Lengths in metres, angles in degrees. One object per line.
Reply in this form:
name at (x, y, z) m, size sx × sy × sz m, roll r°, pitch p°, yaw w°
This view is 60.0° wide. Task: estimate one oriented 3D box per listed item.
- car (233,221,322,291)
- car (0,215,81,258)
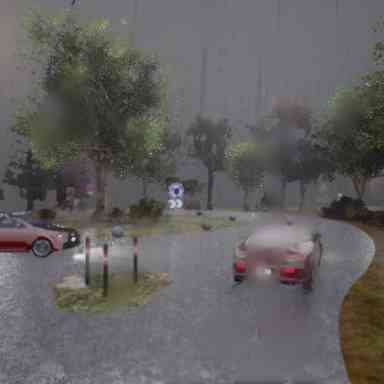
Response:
car at (2.468, 1.526, 9.120) m, size 1.812 × 1.442 × 4.674 m, roll 0°, pitch 0°, yaw 24°
car at (-6.363, 1.559, 12.380) m, size 4.181 × 1.385 × 1.994 m, roll 0°, pitch 0°, yaw 2°
